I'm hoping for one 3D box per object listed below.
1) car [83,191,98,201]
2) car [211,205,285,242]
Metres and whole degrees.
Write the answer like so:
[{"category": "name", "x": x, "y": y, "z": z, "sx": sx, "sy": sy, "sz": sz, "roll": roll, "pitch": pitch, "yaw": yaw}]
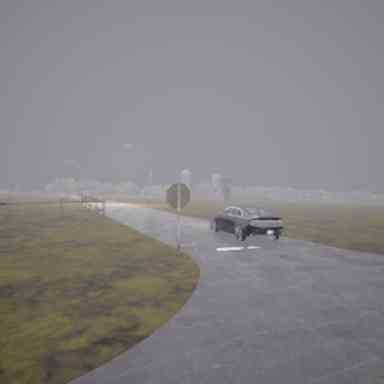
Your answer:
[{"category": "car", "x": -15.109, "y": 0.624, "z": 49.072, "sx": 2.128, "sy": 1.511, "sz": 4.902, "roll": 2, "pitch": 0, "yaw": -24}, {"category": "car", "x": 2.430, "y": 1.378, "z": 15.734, "sx": 2.128, "sy": 1.511, "sz": 4.902, "roll": 1, "pitch": 0, "yaw": -18}]
